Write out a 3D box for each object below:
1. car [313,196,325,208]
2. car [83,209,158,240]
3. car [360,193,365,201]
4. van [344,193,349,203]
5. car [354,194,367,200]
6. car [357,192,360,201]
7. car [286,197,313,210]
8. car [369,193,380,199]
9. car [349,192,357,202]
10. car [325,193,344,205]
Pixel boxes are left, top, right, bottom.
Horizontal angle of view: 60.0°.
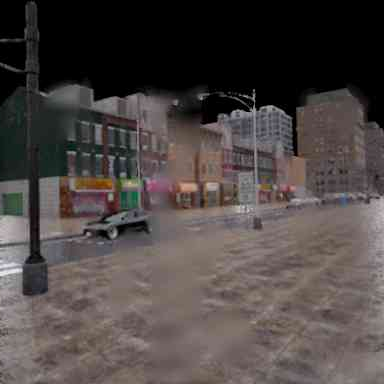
[{"bbox_3d":[15.988,1.363,44.759,2.008,1.369,4.403,-2,-1,36],"label":"car"},{"bbox_3d":[-3.587,1.596,17.351,1.947,1.339,4.313,-1,0,36],"label":"car"},{"bbox_3d":[35.561,0.981,72.170,2.192,1.841,5.009,-2,-1,36],"label":"car"},{"bbox_3d":[25.772,1.071,58.465,1.690,1.788,3.998,-2,-1,36],"label":"van"},{"bbox_3d":[38.829,1.197,76.735,2.008,1.369,4.403,-2,-1,36],"label":"car"},{"bbox_3d":[32.203,1.211,67.461,1.752,1.417,4.829,-2,-1,36],"label":"car"},{"bbox_3d":[12.726,1.426,40.191,1.802,1.307,4.206,-1,-1,36],"label":"car"},{"bbox_3d":[41.843,0.924,76.432,2.033,1.411,5.357,-2,-1,36],"label":"car"},{"bbox_3d":[29.035,1.022,63.034,2.192,1.841,5.009,-2,-1,36],"label":"car"},{"bbox_3d":[22.509,1.070,53.897,2.192,1.841,5.009,-2,-1,36],"label":"car"}]
